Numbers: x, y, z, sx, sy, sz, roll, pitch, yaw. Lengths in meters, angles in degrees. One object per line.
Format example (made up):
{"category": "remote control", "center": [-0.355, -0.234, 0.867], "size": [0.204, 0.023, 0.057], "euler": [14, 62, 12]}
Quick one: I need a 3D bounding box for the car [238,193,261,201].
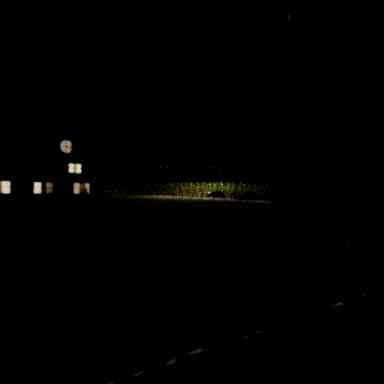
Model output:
{"category": "car", "center": [11.827, 0.940, 68.454], "size": [1.812, 1.442, 4.674], "euler": [1, 1, -35]}

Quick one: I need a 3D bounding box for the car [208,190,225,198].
{"category": "car", "center": [5.666, 0.495, 77.070], "size": [2.097, 1.767, 4.553], "euler": [1, 1, -35]}

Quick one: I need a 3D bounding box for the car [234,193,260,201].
{"category": "car", "center": [10.348, 1.029, 64.435], "size": [1.895, 1.301, 4.718], "euler": [1, 1, -35]}
